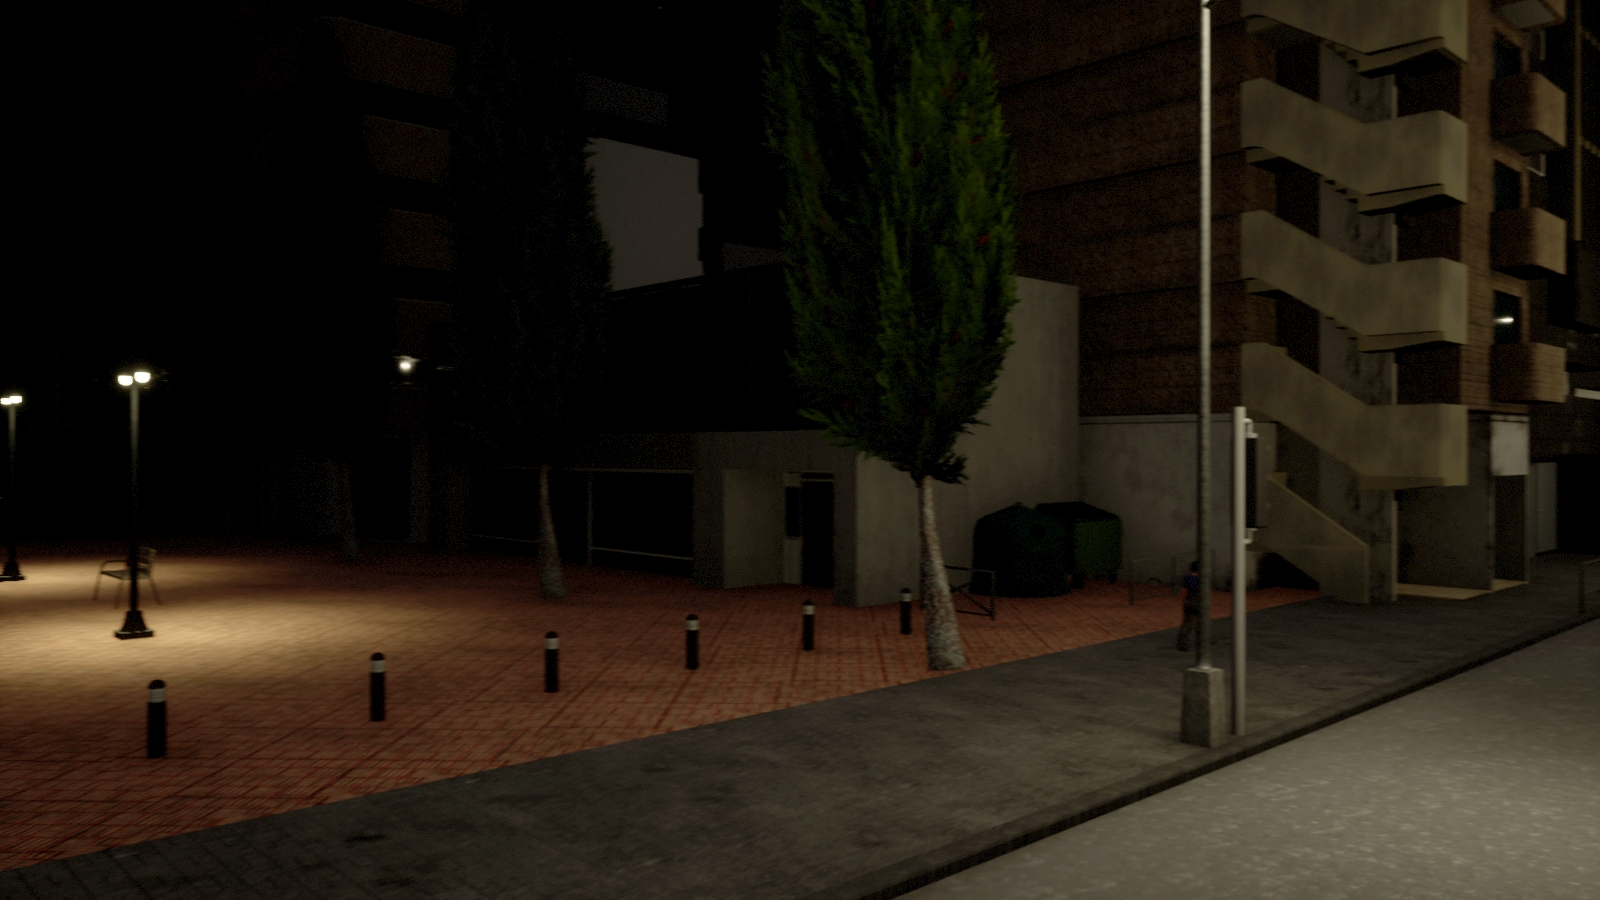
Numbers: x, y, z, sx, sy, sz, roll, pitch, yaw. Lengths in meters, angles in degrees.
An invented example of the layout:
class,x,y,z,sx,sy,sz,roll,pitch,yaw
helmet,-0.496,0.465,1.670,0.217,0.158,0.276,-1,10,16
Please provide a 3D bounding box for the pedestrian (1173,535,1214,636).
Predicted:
class,x,y,z,sx,sy,sz,roll,pitch,yaw
pedestrian,5.303,1.819,15.406,0.375,1.300,0.375,0,0,-34
